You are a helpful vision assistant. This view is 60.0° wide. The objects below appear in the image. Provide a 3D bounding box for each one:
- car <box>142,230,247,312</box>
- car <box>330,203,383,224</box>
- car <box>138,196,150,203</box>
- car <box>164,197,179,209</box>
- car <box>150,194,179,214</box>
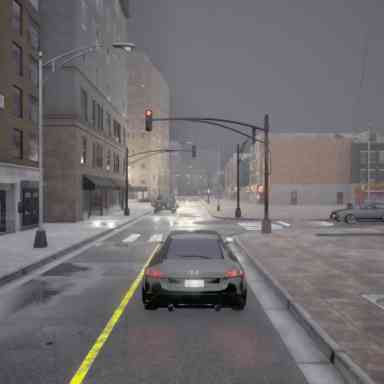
[{"bbox_3d":[0.053,1.564,7.799,1.994,1.385,4.181,0,0,0],"label":"car"},{"bbox_3d":[12.059,1.515,23.606,4.181,1.385,1.994,0,0,0],"label":"car"},{"bbox_3d":[-8.963,1.596,69.975,4.674,1.442,1.812,0,0,9],"label":"car"},{"bbox_3d":[-2.821,1.494,46.589,1.882,1.535,5.008,0,0,0],"label":"car"},{"bbox_3d":[-2.831,1.232,36.180,2.150,2.045,5.566,0,0,0],"label":"car"}]
